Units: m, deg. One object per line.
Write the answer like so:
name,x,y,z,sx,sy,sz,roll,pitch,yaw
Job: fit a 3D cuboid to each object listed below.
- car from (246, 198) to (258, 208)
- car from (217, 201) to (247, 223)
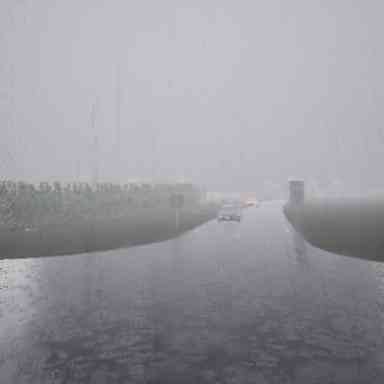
car,9.352,1.728,52.255,1.882,1.535,5.008,-2,0,15
car,3.263,1.758,27.973,1.837,1.490,4.892,-2,0,13
